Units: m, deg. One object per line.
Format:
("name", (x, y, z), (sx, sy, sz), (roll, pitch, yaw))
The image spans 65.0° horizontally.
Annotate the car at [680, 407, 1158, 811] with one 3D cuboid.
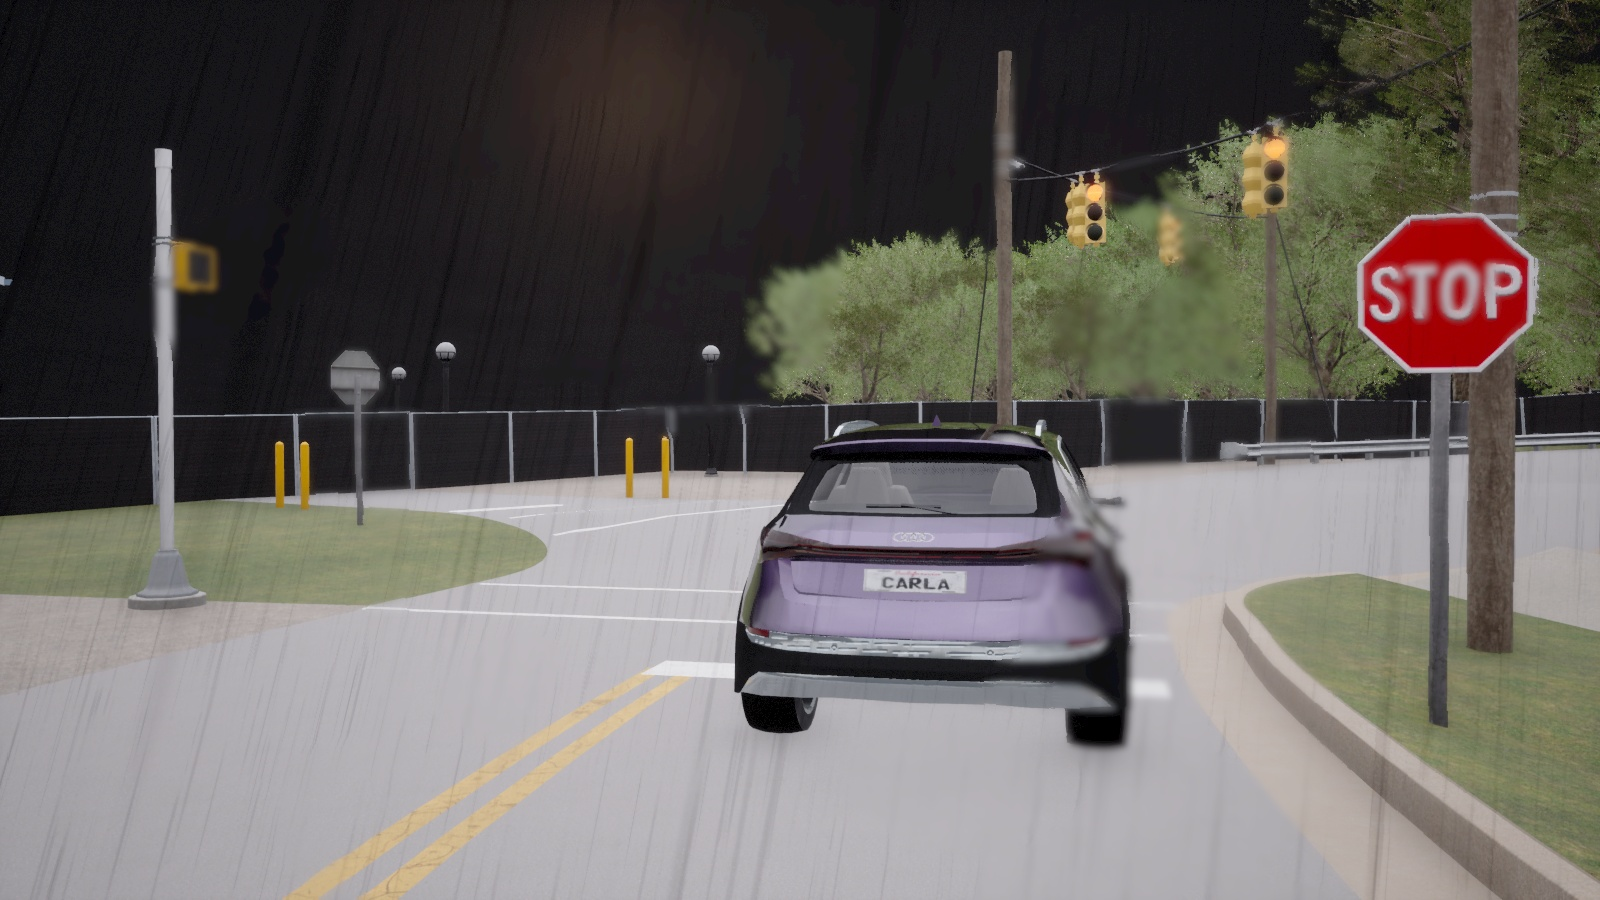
("car", (0.983, 0.633, 7.710), (2.033, 1.649, 4.856), (0, 0, 12))
